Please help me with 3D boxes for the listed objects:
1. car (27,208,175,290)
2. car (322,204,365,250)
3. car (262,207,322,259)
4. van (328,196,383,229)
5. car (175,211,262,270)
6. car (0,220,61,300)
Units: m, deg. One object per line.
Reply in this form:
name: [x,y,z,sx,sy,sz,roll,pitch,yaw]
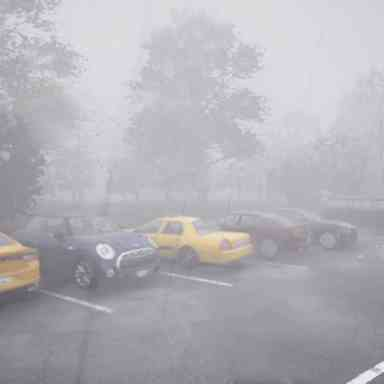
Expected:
car: [-3.008,1.346,9.096,4.553,1.767,2.185,-1,-1,35]
car: [4.324,1.430,14.183,5.008,1.535,2.097,-1,-1,35]
car: [1.884,1.444,12.476,5.008,1.535,2.097,-1,0,35]
van: [9.130,1.180,17.591,4.442,1.987,1.878,-1,0,36]
car: [-0.709,1.457,10.888,5.366,1.575,1.946,-1,0,35]
car: [-5.407,1.484,7.351,5.008,1.535,2.097,-1,0,34]
